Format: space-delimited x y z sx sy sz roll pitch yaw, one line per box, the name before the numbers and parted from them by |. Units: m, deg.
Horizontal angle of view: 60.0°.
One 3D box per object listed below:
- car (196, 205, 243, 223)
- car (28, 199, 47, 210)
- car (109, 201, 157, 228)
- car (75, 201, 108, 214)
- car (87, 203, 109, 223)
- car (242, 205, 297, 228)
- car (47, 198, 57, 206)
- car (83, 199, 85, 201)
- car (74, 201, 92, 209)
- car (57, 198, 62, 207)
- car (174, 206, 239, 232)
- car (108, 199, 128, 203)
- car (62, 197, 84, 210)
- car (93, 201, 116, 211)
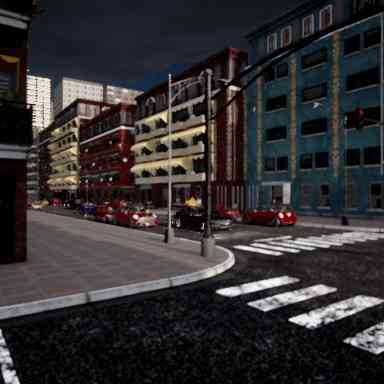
car | 2.304 1.845 28.723 1.802 1.307 4.206 -1 0 -35
car | -26.350 2.168 56.076 1.967 1.590 4.097 -1 0 -35
car | -4.156 1.691 24.200 1.967 1.590 4.097 -1 0 -35
car | -12.256 2.074 40.193 1.895 1.301 4.718 0 -1 -35
car | -7.324 1.902 28.753 1.802 1.307 4.206 -1 0 -35
car | 5.476 1.634 24.172 1.967 1.590 4.097 -1 0 -35
car | -32.579 2.323 78.811 2.192 1.841 5.009 -1 0 -35
car | -13.561 2.061 47.108 1.837 1.490 4.892 0 -1 -34
car | -19.893 2.321 60.596 1.802 1.307 4.206 -1 0 -35
car | -26.234 2.425 69.702 2.008 1.369 4.403 -1 0 -35
car | 0.647 1.700 21.629 1.837 1.490 4.892 0 -1 -35
car | -10.385 1.851 46.936 2.192 1.841 5.009 -1 0 -35
car | -19.483 1.904 55.534 2.150 2.045 5.566 0 -1 -35
car | -13.552 2.155 51.488 2.008 1.369 4.403 -1 0 -35
